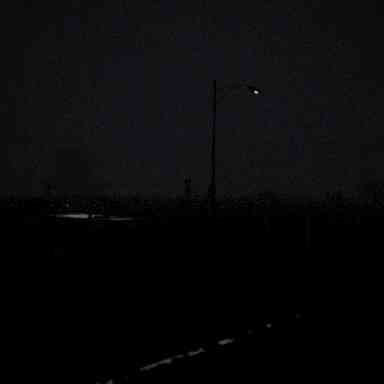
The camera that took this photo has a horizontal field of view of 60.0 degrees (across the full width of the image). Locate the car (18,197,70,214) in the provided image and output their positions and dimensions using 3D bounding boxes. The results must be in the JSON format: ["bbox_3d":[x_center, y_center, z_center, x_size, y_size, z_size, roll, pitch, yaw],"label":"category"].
[{"bbox_3d":[-12.725,1.143,28.592,4.718,1.301,1.895,1,0,32],"label":"car"}]
